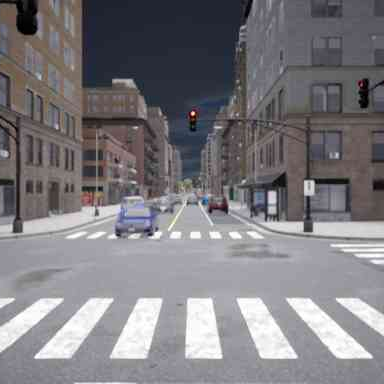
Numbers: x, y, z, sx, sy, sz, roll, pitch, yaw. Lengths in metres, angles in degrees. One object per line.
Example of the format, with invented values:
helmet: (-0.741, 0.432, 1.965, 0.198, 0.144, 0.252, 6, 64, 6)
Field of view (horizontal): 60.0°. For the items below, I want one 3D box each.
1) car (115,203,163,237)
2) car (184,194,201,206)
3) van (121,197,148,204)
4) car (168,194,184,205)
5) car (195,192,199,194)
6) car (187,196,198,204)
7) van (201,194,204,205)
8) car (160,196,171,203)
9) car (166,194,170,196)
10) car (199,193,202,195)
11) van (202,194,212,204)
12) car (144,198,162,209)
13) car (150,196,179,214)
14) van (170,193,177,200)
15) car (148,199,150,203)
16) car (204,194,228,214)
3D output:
car: (-2.838, 1.520, 18.020, 1.812, 1.442, 4.674, 0, 0, 0)
car: (0.105, 1.543, 55.665, 1.994, 1.385, 4.181, 0, 0, 1)
van: (-5.383, 1.331, 30.152, 1.690, 1.788, 3.998, 0, 0, 0)
car: (-2.715, 1.543, 57.941, 1.994, 1.385, 4.181, 0, 0, 0)
car: (2.337, 1.319, 85.066, 2.097, 1.767, 4.553, 0, 0, 0)
car: (0.057, 1.539, 65.357, 1.994, 1.385, 4.181, 0, 0, 0)
van: (2.734, 1.322, 51.770, 1.690, 1.788, 3.998, 0, 0, 0)
car: (-5.339, 1.525, 67.995, 2.008, 1.369, 4.403, 0, 0, 0)
car: (-5.345, 1.502, 62.420, 1.752, 1.417, 4.829, 0, 0, 0)
car: (2.734, 1.294, 57.177, 2.192, 1.841, 5.009, 0, 0, 0)
van: (2.734, 1.317, 62.583, 1.690, 1.788, 3.998, 0, 0, 0)
car: (-5.364, 1.528, 46.370, 1.887, 1.381, 4.507, 0, 0, 0)
car: (-2.820, 1.479, 34.927, 2.128, 1.511, 4.902, 0, 0, 0)
van: (-5.307, 1.303, 95.027, 1.690, 1.788, 3.998, 0, 0, 0)
car: (-5.370, 1.552, 40.964, 1.947, 1.339, 4.313, 0, 0, 0)
car: (2.734, 1.303, 35.552, 2.192, 1.841, 5.009, 0, 0, 0)
